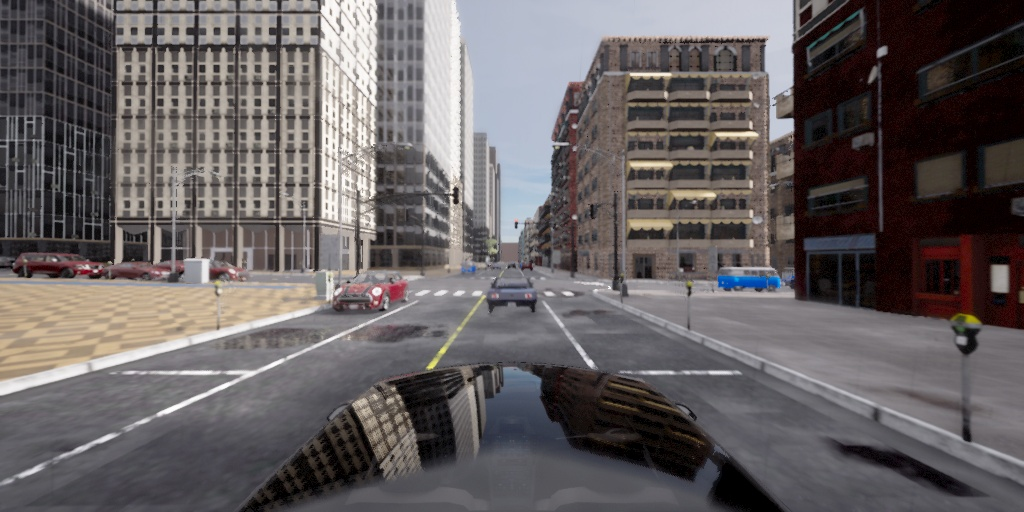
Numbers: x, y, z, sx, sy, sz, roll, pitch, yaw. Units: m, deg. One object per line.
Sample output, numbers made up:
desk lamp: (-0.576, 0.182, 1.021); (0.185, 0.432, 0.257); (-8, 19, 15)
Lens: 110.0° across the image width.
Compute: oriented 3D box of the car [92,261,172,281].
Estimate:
car: (-26.730, 1.108, 25.642); (4.207, 1.307, 1.802); (0, 0, 0)

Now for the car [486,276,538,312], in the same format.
car: (0.015, 1.494, 15.096); (1.895, 1.301, 4.718); (0, -1, 0)

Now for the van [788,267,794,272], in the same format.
van: (27.907, 2.000, 34.157); (3.998, 1.789, 1.690); (0, 0, 0)

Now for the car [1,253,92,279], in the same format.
car: (-32.304, 0.733, 25.628); (5.009, 1.841, 2.192); (0, 0, 0)

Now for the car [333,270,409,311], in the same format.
car: (-5.695, 1.330, 14.891); (1.967, 1.591, 4.097); (0, 0, 0)

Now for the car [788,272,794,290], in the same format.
car: (22.443, 2.042, 25.795); (4.313, 1.339, 1.948); (0, 0, 0)

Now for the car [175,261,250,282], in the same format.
car: (-21.156, 1.073, 25.655); (4.097, 1.591, 1.967); (0, 0, 0)

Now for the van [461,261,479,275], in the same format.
van: (-5.708, 1.585, 47.363); (1.690, 1.789, 3.998); (0, 0, 0)

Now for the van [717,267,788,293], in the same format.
van: (16.903, 1.709, 25.612); (3.998, 1.789, 1.690); (0, 0, 0)

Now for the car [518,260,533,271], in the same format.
car: (2.666, 1.746, 64.019); (2.192, 1.841, 5.009); (0, 0, 0)
